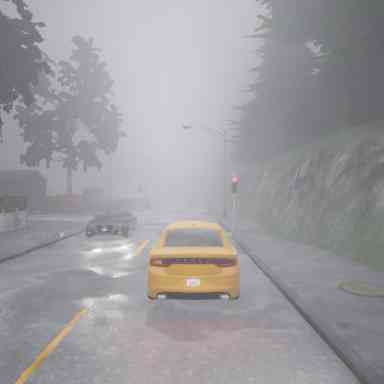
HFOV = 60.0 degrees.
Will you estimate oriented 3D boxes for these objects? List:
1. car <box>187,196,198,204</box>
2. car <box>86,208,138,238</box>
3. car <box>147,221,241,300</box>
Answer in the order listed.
[{"bbox_3d":[0.102,1.477,63.287,1.882,1.535,5.008,0,0,0],"label":"car"},{"bbox_3d":[-4.078,1.564,17.463,1.994,1.385,4.181,0,0,0],"label":"car"},{"bbox_3d":[0.048,1.478,8.463,1.882,1.535,5.008,0,0,1],"label":"car"}]
